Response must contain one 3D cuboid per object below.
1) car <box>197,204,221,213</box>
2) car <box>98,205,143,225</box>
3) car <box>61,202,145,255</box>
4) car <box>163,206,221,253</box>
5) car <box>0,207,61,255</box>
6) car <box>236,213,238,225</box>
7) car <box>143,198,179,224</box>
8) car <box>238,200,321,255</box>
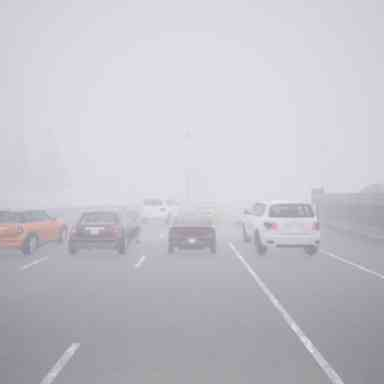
[{"bbox_3d":[1.128,1.728,26.769,1.882,1.535,5.008,0,0,14],"label":"car"},{"bbox_3d":[-5.818,1.862,27.898,1.895,1.301,4.718,0,-1,13],"label":"car"},{"bbox_3d":[-3.483,1.483,14.083,2.097,1.767,4.553,0,-1,0],"label":"car"},{"bbox_3d":[0.030,1.614,14.477,1.882,1.535,5.008,0,0,1],"label":"car"},{"bbox_3d":[-6.982,1.483,14.087,2.097,1.767,4.553,0,-1,0],"label":"car"},{"bbox_3d":[4.518,1.768,25.923,1.812,1.442,4.674,0,0,13],"label":"car"},{"bbox_3d":[-2.419,1.470,27.079,2.150,2.045,5.566,0,0,12],"label":"car"},{"bbox_3d":[3.511,1.348,14.005,2.150,2.045,5.566,0,0,0],"label":"car"}]
